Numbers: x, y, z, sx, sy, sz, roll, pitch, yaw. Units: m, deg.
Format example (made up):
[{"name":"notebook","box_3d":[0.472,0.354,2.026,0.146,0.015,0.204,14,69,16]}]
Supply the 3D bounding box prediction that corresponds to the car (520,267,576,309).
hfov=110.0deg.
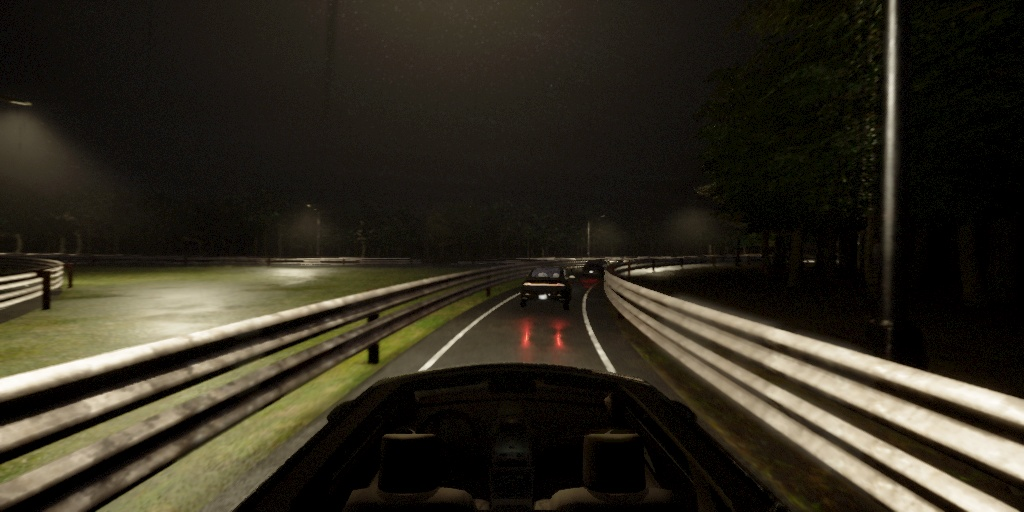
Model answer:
[{"name":"car","box_3d":[1.559,1.210,14.939,2.128,1.511,4.902,1,0,11]}]

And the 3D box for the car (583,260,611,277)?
[{"name":"car","box_3d":[7.918,1.091,32.957,1.837,1.490,4.892,0,0,27]}]
